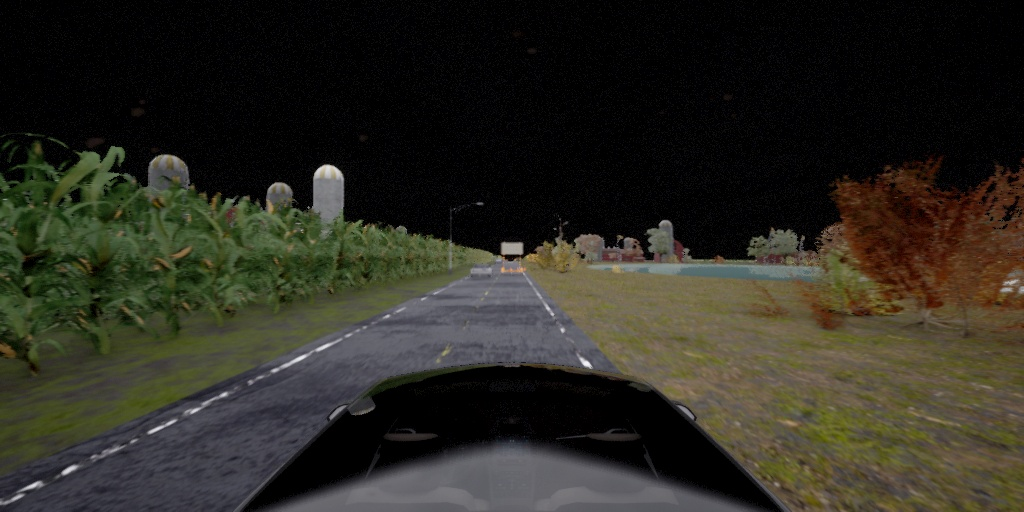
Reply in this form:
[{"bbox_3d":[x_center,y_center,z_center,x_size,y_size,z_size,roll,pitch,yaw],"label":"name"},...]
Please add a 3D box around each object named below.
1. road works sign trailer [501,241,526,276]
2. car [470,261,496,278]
[{"bbox_3d":[0.015,0.246,37.864,2.380,3.560,2.880,0,0,0],"label":"road works sign trailer"},{"bbox_3d":[-2.830,1.375,33.775,1.895,1.301,4.718,0,0,0],"label":"car"}]
